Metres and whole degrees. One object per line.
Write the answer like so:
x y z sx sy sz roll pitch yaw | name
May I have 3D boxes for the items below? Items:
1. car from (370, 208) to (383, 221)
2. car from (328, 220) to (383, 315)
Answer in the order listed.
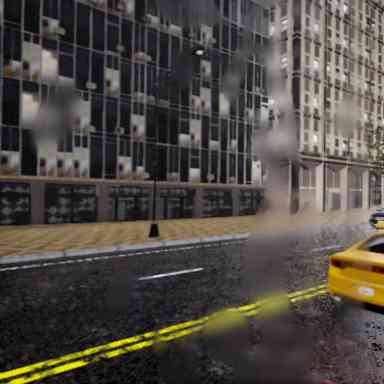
10.136 1.496 14.908 5.008 1.535 1.882 0 0 -35 | car
4.893 1.486 6.915 5.008 1.535 1.882 0 0 -35 | car
